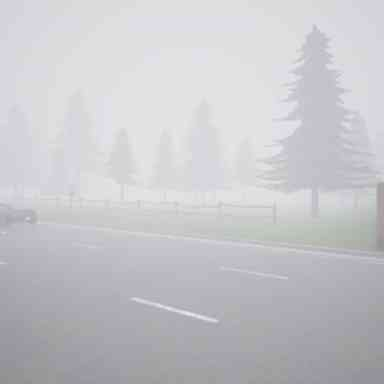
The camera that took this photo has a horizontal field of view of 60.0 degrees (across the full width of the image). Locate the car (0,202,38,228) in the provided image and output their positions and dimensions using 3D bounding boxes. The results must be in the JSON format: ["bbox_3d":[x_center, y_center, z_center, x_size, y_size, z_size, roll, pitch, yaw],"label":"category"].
[{"bbox_3d":[-11.459,1.359,20.768,4.674,1.442,1.812,1,0,36],"label":"car"}]
